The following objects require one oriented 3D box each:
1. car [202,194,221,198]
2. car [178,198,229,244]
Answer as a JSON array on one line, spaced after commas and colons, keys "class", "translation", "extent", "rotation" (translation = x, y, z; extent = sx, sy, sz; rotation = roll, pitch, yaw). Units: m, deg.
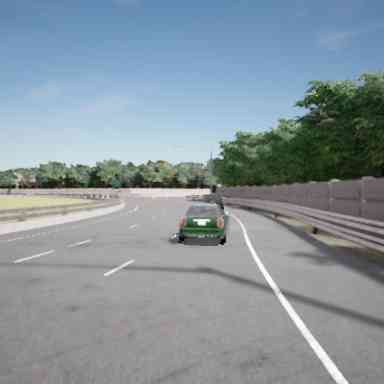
[{"class": "car", "translation": [2.003, 1.209, 35.402], "extent": [2.150, 2.045, 5.566], "rotation": [1, 0, -2]}, {"class": "car", "translation": [0.691, 1.344, 16.164], "extent": [2.097, 1.767, 4.553], "rotation": [0, 0, 8]}]
